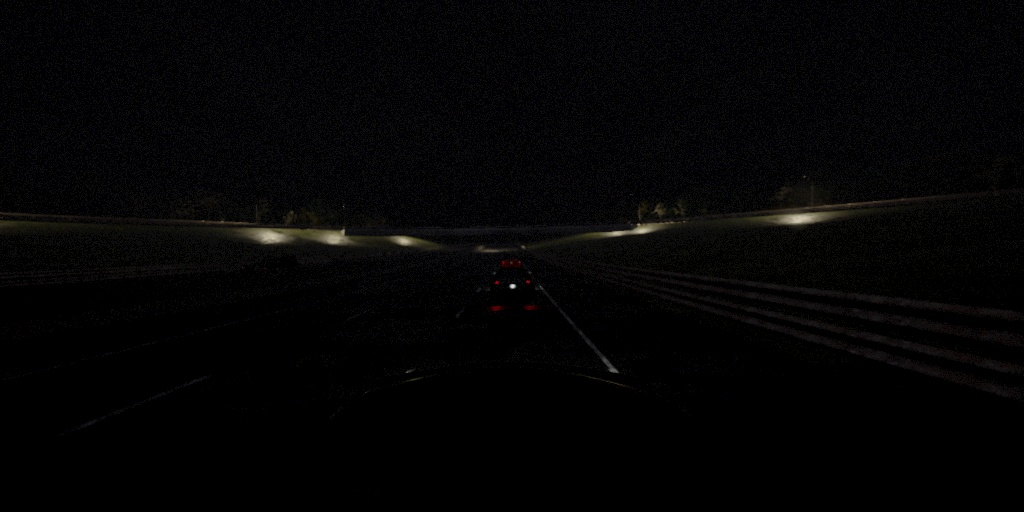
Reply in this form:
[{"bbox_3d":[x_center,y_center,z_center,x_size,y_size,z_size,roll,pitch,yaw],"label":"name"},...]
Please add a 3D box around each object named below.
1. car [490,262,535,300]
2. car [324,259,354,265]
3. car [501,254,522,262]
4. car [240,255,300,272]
[{"bbox_3d":[0.025,1.200,16.928,1.994,1.385,4.181,-1,1,0],"label":"car"},{"bbox_3d":[-17.725,1.083,36.518,2.128,1.511,4.902,-1,1,0],"label":"car"},{"bbox_3d":[-0.062,0.611,36.839,2.097,1.767,4.553,-1,1,0],"label":"car"},{"bbox_3d":[-21.222,0.981,31.800,2.150,2.045,5.566,-1,1,0],"label":"car"}]
